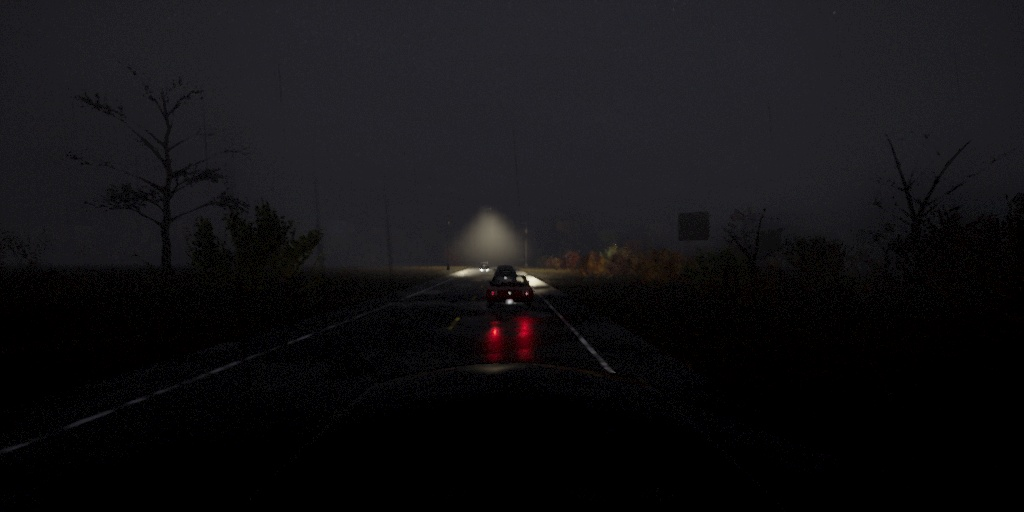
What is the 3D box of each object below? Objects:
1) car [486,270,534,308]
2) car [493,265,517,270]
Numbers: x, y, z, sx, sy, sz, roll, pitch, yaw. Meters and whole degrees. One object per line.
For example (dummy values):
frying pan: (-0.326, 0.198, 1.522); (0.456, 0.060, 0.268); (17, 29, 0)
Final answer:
car: (-0.127, 1.481, 16.032); (1.895, 1.301, 4.718); (0, 0, -1)
car: (-0.593, 1.515, 31.250); (1.837, 1.490, 4.892); (0, 0, -2)
